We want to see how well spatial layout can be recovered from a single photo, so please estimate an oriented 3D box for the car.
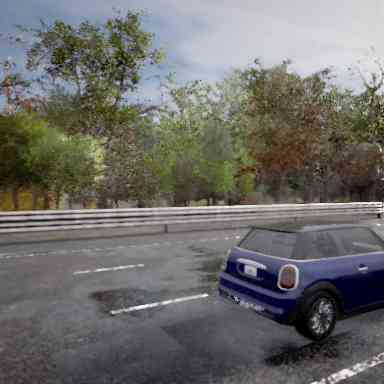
[{"bbox_3d":[2.820,1.347,6.682,4.553,1.767,2.097,0,0,-30],"label":"car"}]
